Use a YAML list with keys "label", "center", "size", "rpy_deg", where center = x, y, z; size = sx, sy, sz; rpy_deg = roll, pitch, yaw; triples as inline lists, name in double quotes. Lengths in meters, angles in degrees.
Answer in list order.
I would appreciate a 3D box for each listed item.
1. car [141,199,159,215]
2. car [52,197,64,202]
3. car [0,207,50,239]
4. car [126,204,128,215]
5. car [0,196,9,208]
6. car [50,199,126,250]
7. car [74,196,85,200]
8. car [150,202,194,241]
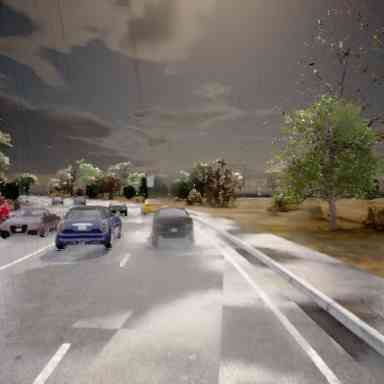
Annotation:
- label: "car"
  center: [-4.269, 1.507, 34.848]
  size: [1.882, 1.535, 5.008]
  rpy_deg: [0, 0, -13]
- label: "car"
  center: [-23.444, 1.578, 58.236]
  size: [1.812, 1.442, 4.674]
  rpy_deg: [0, 0, -24]
- label: "car"
  center: [-8.398, 1.589, 17.609]
  size: [1.994, 1.385, 4.181]
  rpy_deg: [0, 0, -8]
- label: "car"
  center: [-7.524, 1.632, 33.561]
  size: [1.895, 1.301, 4.718]
  rpy_deg: [0, 0, -13]
- label: "car"
  center: [-11.964, 1.253, 18.192]
  size: [2.150, 2.045, 5.566]
  rpy_deg: [0, 0, -8]
- label: "car"
  center: [-4.336, 1.369, 14.616]
  size: [2.097, 1.767, 4.553]
  rpy_deg: [0, 0, -6]
- label: "car"
  center: [-19.195, 1.556, 57.174]
  size: [1.837, 1.490, 4.892]
  rpy_deg: [0, 0, -23]
- label: "car"
  center: [-1.038, 1.490, 16.760]
  size: [1.882, 1.535, 5.008]
  rpy_deg: [0, 0, -6]
